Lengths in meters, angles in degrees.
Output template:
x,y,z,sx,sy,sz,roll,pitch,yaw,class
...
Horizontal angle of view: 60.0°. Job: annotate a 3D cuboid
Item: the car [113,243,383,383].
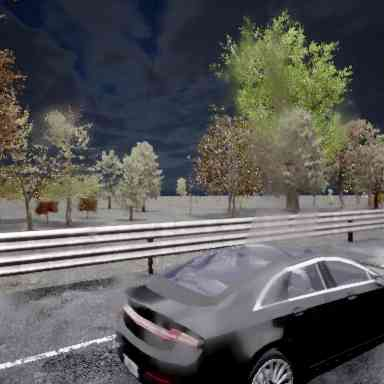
x,y,z,sx,sy,sz,roll,pitch,yaw,class
1.373,1.489,4.684,4.902,1.511,2.128,0,0,-35,car
